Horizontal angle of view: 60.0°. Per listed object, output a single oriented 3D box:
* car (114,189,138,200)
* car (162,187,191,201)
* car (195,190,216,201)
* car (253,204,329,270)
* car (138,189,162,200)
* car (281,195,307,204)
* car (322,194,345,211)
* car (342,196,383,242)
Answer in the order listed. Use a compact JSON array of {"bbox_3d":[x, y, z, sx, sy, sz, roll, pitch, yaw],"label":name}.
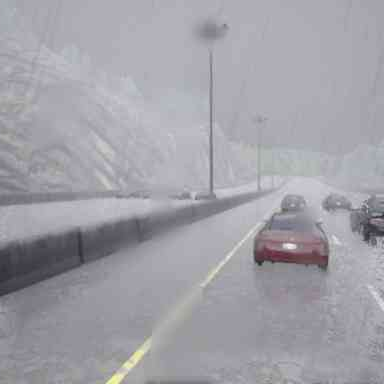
[{"bbox_3d":[-8.397,0.270,44.724,2.033,1.411,5.357,1,2,17],"label":"car"},{"bbox_3d":[-1.667,0.177,42.786,2.097,1.767,4.553,1,2,17],"label":"car"},{"bbox_3d":[1.757,0.435,42.025,1.994,1.385,4.181,1,2,17],"label":"car"},{"bbox_3d":[3.086,1.300,10.351,1.994,1.385,4.181,1,2,18],"label":"car"},{"bbox_3d":[-4.952,0.331,44.014,1.994,1.385,4.181,1,2,17],"label":"car"},{"bbox_3d":[7.765,0.912,25.416,2.033,1.411,5.357,1,2,18],"label":"car"},{"bbox_3d":[12.552,0.868,28.979,1.994,1.385,4.181,1,2,17],"label":"car"},{"bbox_3d":[7.903,1.165,13.994,2.128,1.511,4.902,1,2,17],"label":"car"}]
